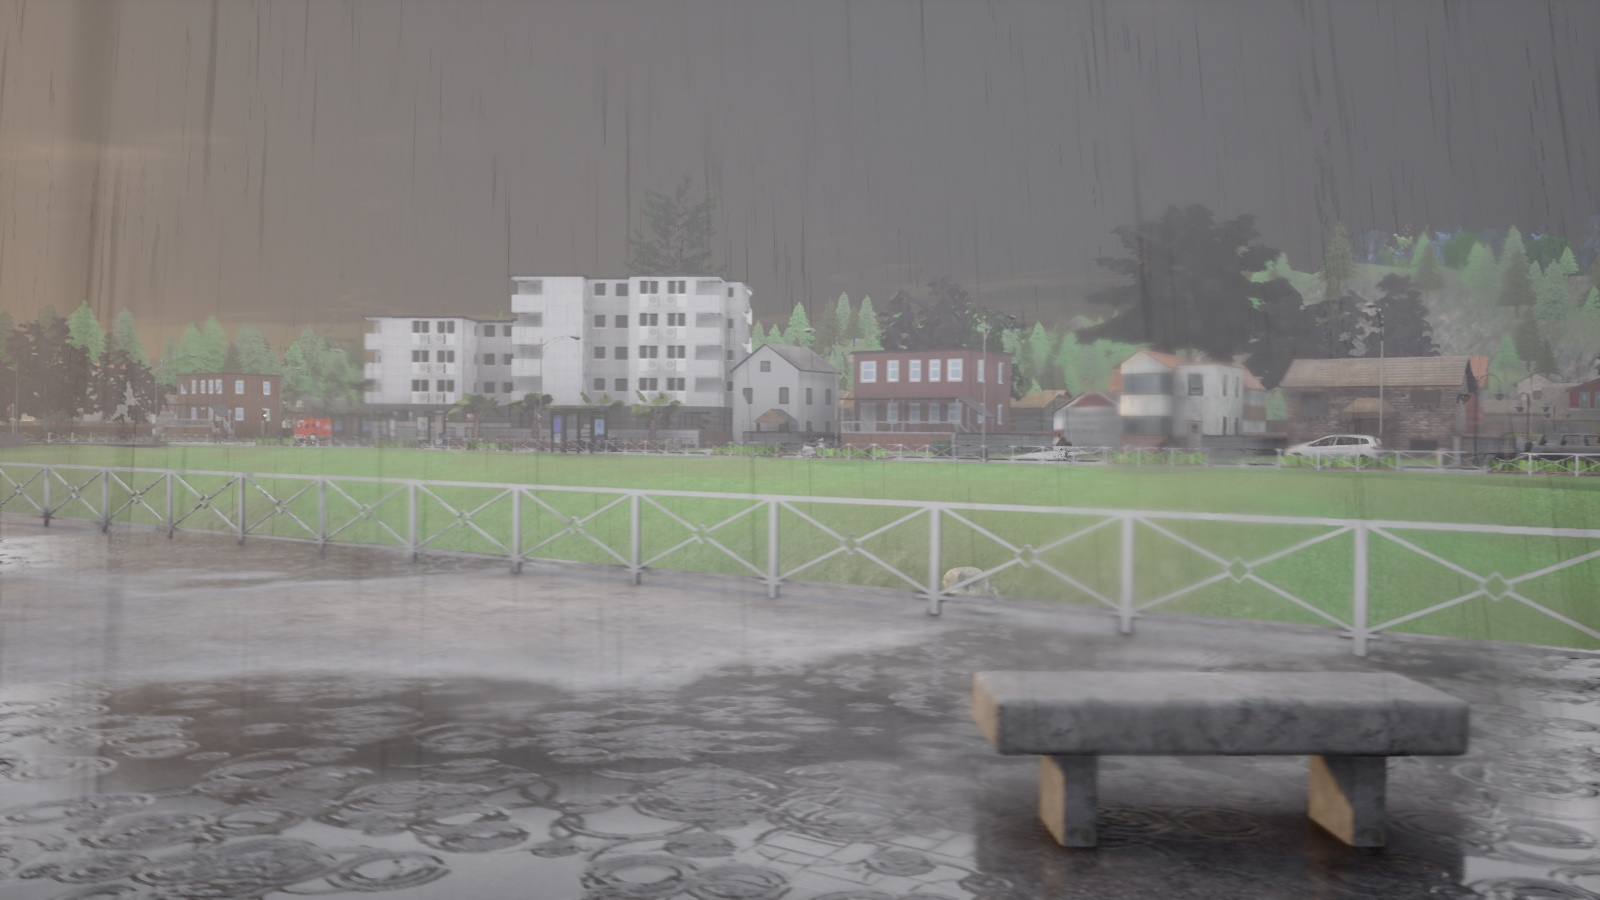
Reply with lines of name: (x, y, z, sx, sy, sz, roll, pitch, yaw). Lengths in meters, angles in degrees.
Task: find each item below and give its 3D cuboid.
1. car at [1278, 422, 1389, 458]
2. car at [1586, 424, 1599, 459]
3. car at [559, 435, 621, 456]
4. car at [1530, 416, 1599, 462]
car: (25.925, -0.493, 61.052, 4.611, 1.667, 2.242, 0, 1, 34)
car: (36.499, -0.390, 54.026, 4.514, 1.525, 2.007, 0, 1, 34)
car: (-14.743, -0.324, 88.086, 4.193, 1.474, 1.816, 0, 1, 34)
car: (32.764, -0.455, 51.703, 4.605, 1.855, 1.932, 0, 1, 34)
